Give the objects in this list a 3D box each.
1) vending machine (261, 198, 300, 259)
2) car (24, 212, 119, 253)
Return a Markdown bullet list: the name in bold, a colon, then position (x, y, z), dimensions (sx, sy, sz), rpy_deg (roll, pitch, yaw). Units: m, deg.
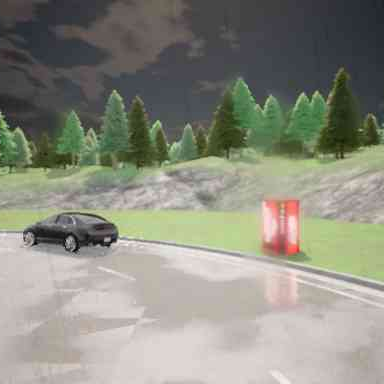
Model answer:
- **vending machine**: position (3.224, 1.280, 12.163), dimensions (1.100, 2.100, 0.880), rpy_deg (0, -1, -38)
- **car**: position (-5.303, 1.633, 14.340), dimensions (4.892, 1.490, 1.837), rpy_deg (-1, -2, 34)
